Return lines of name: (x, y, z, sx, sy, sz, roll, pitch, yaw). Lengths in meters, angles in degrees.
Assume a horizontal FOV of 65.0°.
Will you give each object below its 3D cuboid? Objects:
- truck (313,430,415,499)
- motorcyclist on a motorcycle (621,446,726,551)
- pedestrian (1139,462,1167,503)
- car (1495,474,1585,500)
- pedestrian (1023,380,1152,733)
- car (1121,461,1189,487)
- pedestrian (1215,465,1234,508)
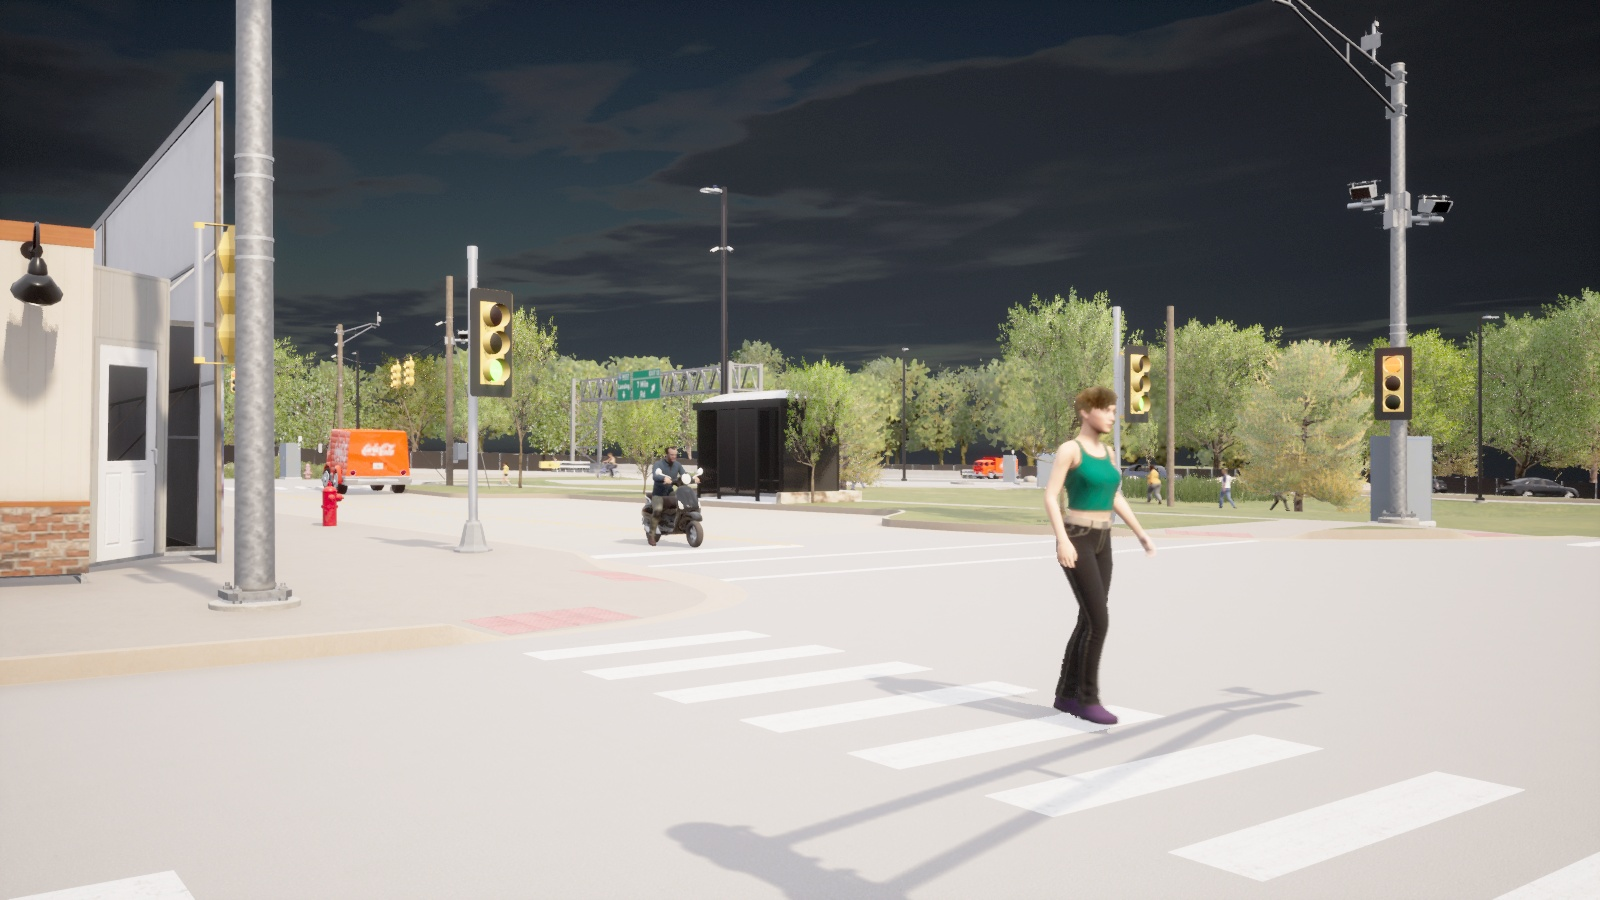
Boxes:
truck: (-16.954, 0.494, 48.661, 2.627, 2.467, 5.204, 0, 1, -32)
motorcyclist on a motorcycle: (-2.040, 0.744, 20.081, 0.866, 1.590, 1.817, 0, 0, -36)
pedestrian: (16.189, 1.485, 57.576, 0.874, 1.855, 0.900, 0, 0, -37)
car: (48.534, 2.419, 82.428, 4.892, 1.490, 1.837, 2, -1, -5)
pedestrian: (1.567, 0.552, 6.874, 0.345, 1.836, 0.594, 0, 0, -39)
car: (23.881, 1.616, 84.604, 3.988, 1.617, 1.851, 1, -1, 35)
pedestrian: (18.499, 1.581, 54.696, 0.354, 1.836, 0.706, 0, 0, -40)
